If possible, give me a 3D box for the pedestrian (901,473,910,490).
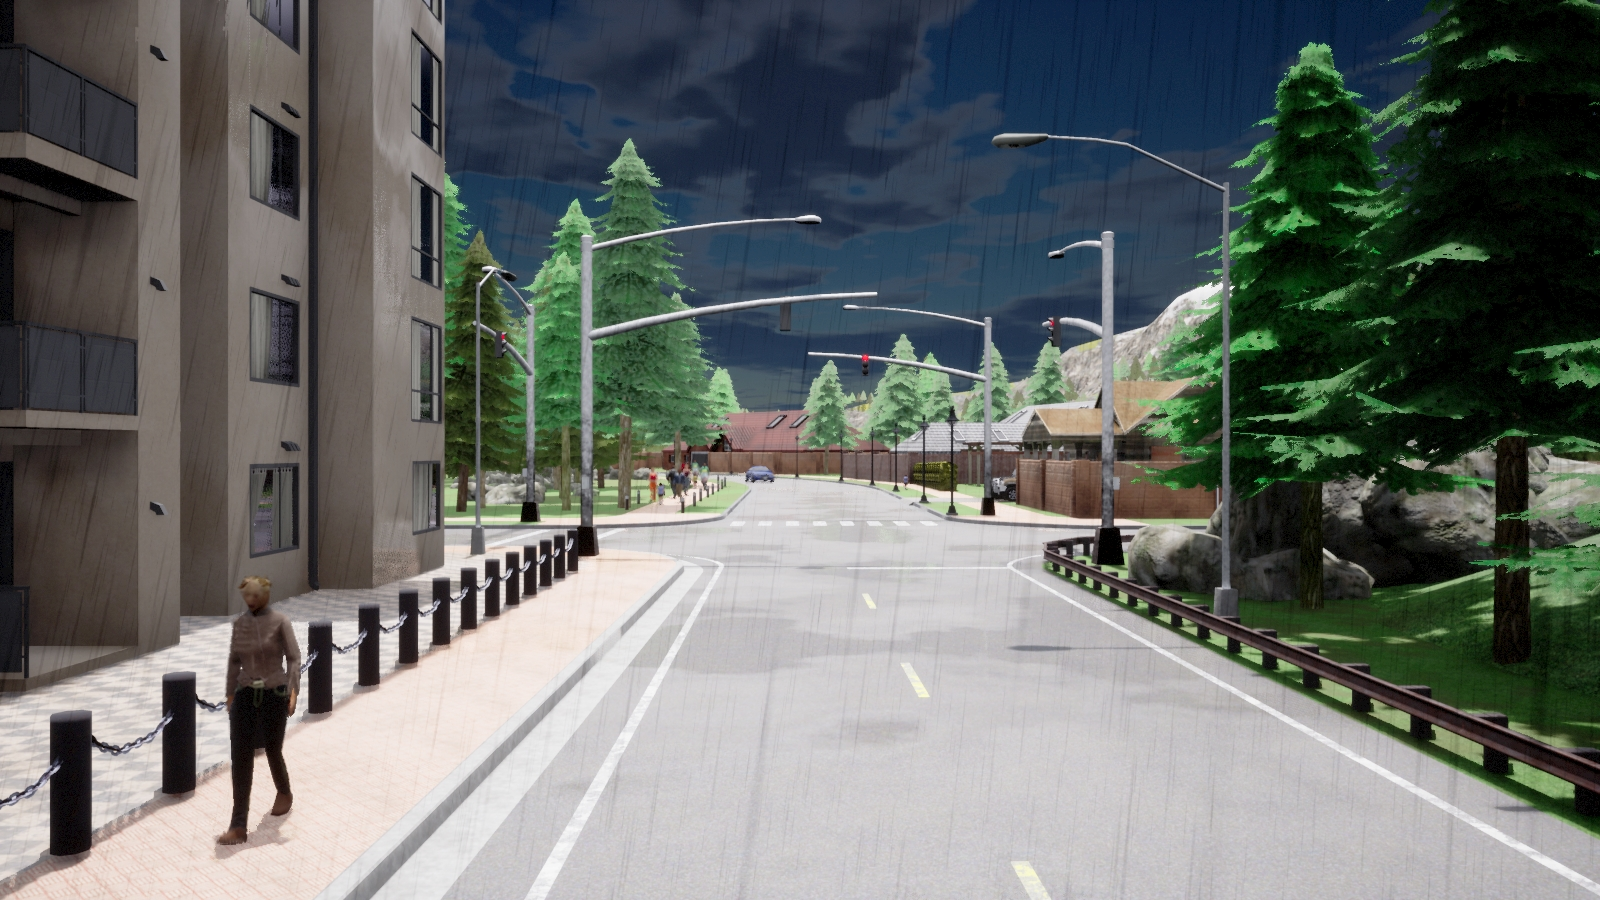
[{"bbox_3d":[7.042,2.095,76.249,0.500,1.100,0.500,0,0,-3],"label":"pedestrian"}]

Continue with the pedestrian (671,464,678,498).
[{"bbox_3d":[-6.858,1.703,62.348,0.375,1.860,0.375,0,0,-8],"label":"pedestrian"}]

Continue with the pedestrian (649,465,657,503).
[{"bbox_3d":[-7.361,1.698,57.224,0.375,1.860,0.375,0,0,0],"label":"pedestrian"}]

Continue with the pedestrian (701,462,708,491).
[{"bbox_3d":[-6.202,1.708,74.238,0.375,1.860,0.375,0,0,-2],"label":"pedestrian"}]

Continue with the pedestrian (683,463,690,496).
[{"bbox_3d":[-6.510,1.703,65.634,0.375,1.860,0.375,0,0,-2],"label":"pedestrian"}]

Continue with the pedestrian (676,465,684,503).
[{"bbox_3d":[-5.941,1.698,56.626,0.375,1.860,0.375,0,0,0],"label":"pedestrian"}]

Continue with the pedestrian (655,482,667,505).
[{"bbox_3d":[-6.709,2.079,55.152,0.500,1.100,0.500,0,0,-2],"label":"pedestrian"}]

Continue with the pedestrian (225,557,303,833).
[{"bbox_3d":[-3.762,1.698,8.036,0.375,1.860,0.375,0,0,-1],"label":"pedestrian"}]
